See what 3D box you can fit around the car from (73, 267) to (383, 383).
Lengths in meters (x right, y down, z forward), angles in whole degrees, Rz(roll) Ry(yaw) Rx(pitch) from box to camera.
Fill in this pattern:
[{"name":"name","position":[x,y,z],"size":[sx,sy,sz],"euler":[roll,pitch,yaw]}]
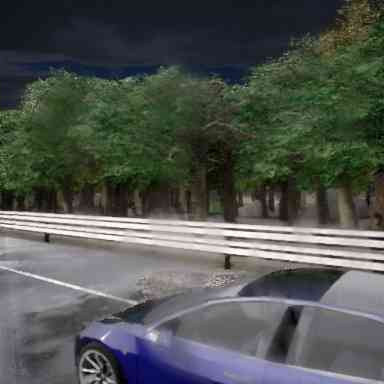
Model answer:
[{"name":"car","position":[0.879,1.521,3.230],"size":[4.792,1.488,2.163],"euler":[-1,0,36]}]
